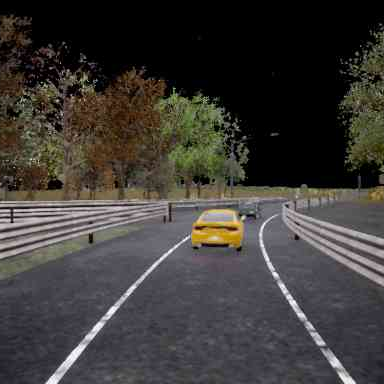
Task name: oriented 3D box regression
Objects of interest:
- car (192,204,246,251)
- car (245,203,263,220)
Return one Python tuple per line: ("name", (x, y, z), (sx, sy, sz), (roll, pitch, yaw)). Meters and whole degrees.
("car", (1.224, 1.485, 14.256), (1.882, 1.535, 5.008), (0, 0, 10))
("car", (4.876, 1.627, 28.518), (1.895, 1.301, 4.718), (0, 0, 19))
